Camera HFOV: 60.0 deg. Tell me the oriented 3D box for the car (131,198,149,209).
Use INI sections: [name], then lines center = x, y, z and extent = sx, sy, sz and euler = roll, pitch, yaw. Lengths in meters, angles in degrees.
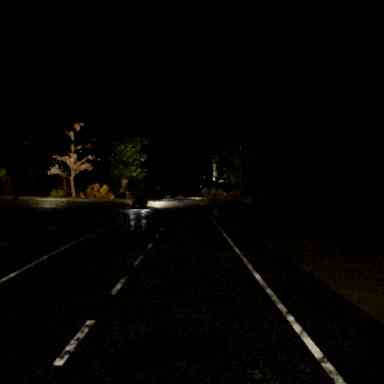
[car]
center = -7.020, 1.584, 45.122
extent = 1.837, 1.490, 4.892
euler = 0, 0, 0
